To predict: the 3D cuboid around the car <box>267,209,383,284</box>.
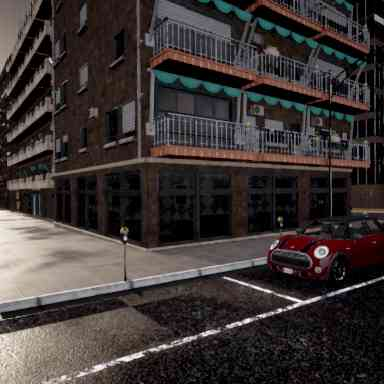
[{"bbox_3d":[4.009,1.438,9.450,4.097,1.590,1.967,0,-1,-36],"label":"car"}]
